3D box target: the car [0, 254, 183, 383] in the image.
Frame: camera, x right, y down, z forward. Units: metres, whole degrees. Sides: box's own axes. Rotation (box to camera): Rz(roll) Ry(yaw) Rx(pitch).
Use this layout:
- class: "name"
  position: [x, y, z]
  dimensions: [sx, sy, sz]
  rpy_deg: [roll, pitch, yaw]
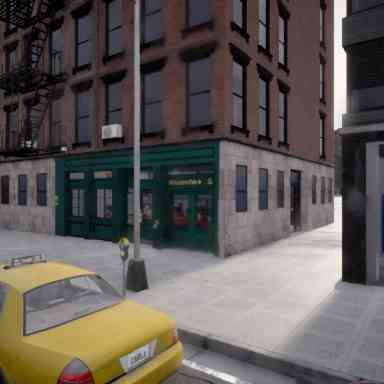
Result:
- class: "car"
  position: [-2.384, 1.525, 4.507]
  dimensions: [4.829, 1.417, 1.752]
  rpy_deg: [0, 0, 35]

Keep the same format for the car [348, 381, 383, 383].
- class: "car"
  position: [2.381, 1.582, 1.109]
  dimensions: [4.206, 1.307, 1.802]
  rpy_deg: [0, 0, 35]
